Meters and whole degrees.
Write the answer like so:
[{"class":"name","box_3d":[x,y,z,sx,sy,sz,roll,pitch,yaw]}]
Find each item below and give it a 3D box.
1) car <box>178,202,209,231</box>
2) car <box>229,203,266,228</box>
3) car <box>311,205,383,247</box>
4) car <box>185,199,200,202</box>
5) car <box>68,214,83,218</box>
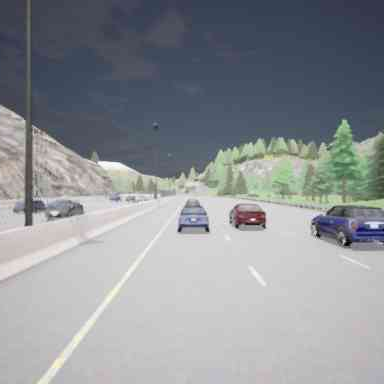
[{"class":"car","box_3d":[0.093,1.551,20.565,2.033,1.411,5.357,0,0,0]},{"class":"car","box_3d":[3.594,1.481,22.104,1.882,1.535,5.008,0,0,0]},{"class":"car","box_3d":[7.095,1.354,15.065,2.097,1.767,4.553,0,0,0]},{"class":"car","box_3d":[0.087,1.571,42.443,1.994,1.385,4.181,0,0,0]},{"class":"car","box_3d":[-10.604,1.497,28.154,2.128,1.511,4.902,0,0,0]}]
